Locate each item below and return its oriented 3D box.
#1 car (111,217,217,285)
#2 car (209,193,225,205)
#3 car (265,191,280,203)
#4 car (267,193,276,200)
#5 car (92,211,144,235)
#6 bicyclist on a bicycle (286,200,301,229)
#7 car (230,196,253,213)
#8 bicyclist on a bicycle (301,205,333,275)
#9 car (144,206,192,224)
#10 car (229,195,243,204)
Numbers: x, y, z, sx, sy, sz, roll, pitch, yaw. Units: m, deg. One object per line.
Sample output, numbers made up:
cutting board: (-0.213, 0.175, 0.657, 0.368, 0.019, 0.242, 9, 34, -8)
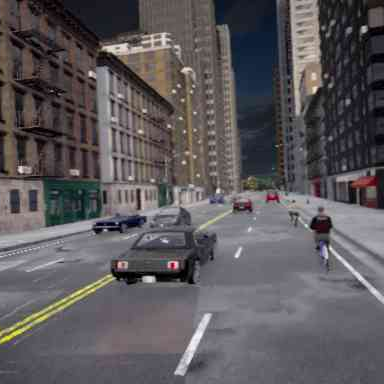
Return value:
car: (-0.477, 1.667, 9.684, 1.895, 1.301, 4.718, -3, 0, 13)
car: (4.614, 1.262, 61.041, 2.150, 2.045, 5.566, -3, 0, 14)
car: (13.547, 0.792, 55.951, 2.150, 2.045, 5.566, -3, 0, 13)
car: (18.388, 0.937, 77.181, 1.812, 1.442, 4.674, -3, 0, 13)
car: (-4.581, 1.924, 21.602, 1.895, 1.301, 4.718, -3, 0, 13)
bicyclist on a bicycle: (5.830, 1.231, 18.964, 0.866, 1.612, 1.509, -3, 0, 13)
car: (5.493, 1.363, 35.470, 1.882, 1.535, 5.008, -3, 0, 13)
bicyclist on a bicycle: (3.512, 1.236, 9.054, 0.659, 1.776, 1.843, -3, 0, 13)
car: (-1.253, 1.684, 21.598, 1.812, 1.442, 4.674, -3, 0, 13)
car: (8.310, 1.416, 62.512, 1.994, 1.385, 4.181, -3, 0, 14)
